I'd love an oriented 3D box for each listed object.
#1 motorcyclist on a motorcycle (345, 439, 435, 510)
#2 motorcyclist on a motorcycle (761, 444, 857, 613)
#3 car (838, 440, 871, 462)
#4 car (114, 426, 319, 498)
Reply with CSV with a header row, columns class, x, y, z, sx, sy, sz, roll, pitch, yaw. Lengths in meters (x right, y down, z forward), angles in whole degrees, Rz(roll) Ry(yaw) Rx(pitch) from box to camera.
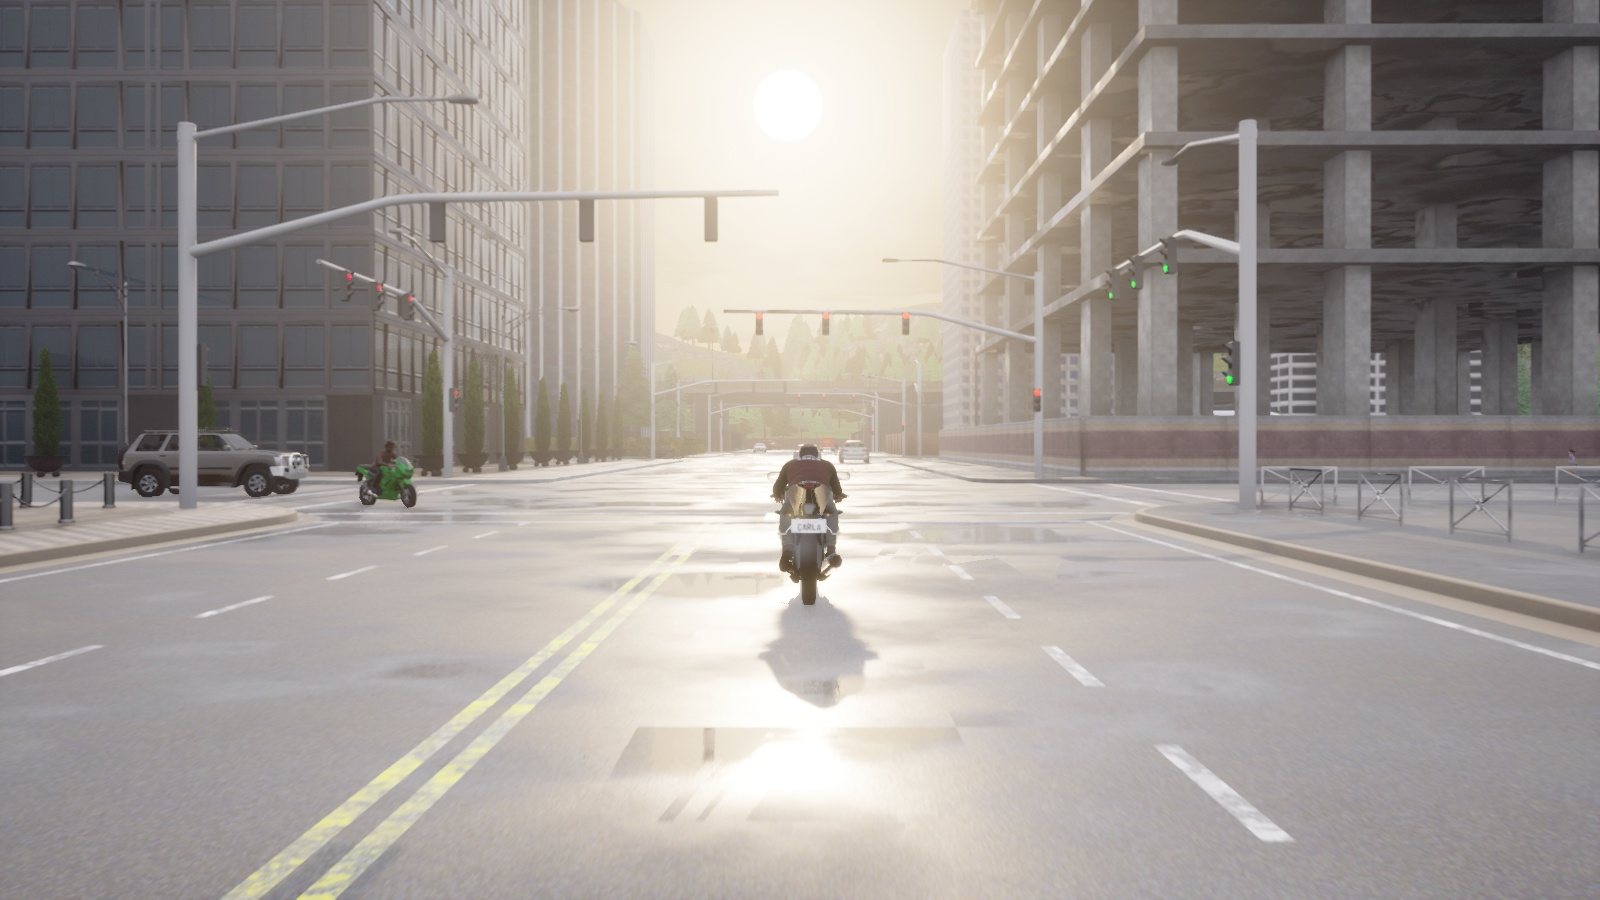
class,x,y,z,sx,sy,sz,roll,pitch,yaw
motorcyclist on a motorcycle,-9.262,0.536,28.349,2.044,1.523,0.797,0,3,34
motorcyclist on a motorcycle,0.086,0.711,12.488,0.866,1.530,2.191,0,0,0
car,4.052,0.064,94.084,2.242,1.667,4.611,0,0,0
car,-15.600,0.305,33.721,4.605,1.855,1.932,0,0,0
